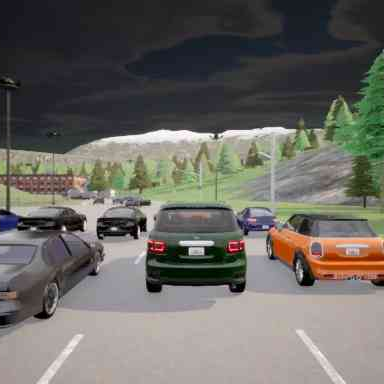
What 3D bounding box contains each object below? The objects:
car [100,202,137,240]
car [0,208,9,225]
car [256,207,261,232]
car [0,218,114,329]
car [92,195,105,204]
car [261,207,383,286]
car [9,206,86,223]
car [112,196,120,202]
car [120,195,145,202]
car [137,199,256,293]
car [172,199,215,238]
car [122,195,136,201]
[{"bbox_3d":[-3.452,1.478,17.113,1.882,1.535,5.008,0,0,0],"label":"car"},{"bbox_3d":[-10.453,1.526,17.326,1.812,1.442,4.674,0,0,-1],"label":"car"},{"bbox_3d":[3.528,1.526,18.399,1.812,1.442,4.674,0,0,-1],"label":"car"},{"bbox_3d":[-3.413,1.547,7.287,2.033,1.411,5.357,0,0,-1],"label":"car"},{"bbox_3d":[-18.083,1.525,64.220,1.812,1.442,4.674,0,0,-18],"label":"car"},{"bbox_3d":[3.581,1.352,9.543,2.097,1.767,4.553,0,0,0],"label":"car"},{"bbox_3d":[-6.958,1.478,17.123,1.882,1.535,5.008,0,0,1],"label":"car"},{"bbox_3d":[-14.362,1.525,63.676,1.812,1.442,4.674,0,0,-17],"label":"car"},{"bbox_3d":[-7.578,1.491,47.854,2.128,1.511,4.902,0,0,25],"label":"car"},{"bbox_3d":[0.082,1.221,9.012,2.150,2.045,5.566,0,0,0],"label":"car"},{"bbox_3d":[0.022,1.352,18.575,2.097,1.767,4.553,0,0,-1],"label":"car"},{"bbox_3d":[-16.156,1.478,84.919,1.882,1.535,5.008,0,0,-34],"label":"car"}]
